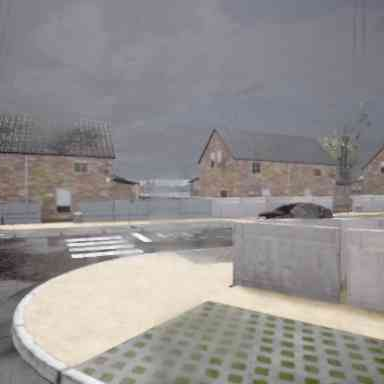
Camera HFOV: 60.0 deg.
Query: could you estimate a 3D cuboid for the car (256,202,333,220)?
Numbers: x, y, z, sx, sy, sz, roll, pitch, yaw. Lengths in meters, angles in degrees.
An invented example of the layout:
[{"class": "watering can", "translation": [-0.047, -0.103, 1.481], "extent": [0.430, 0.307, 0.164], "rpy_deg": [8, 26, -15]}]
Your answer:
[{"class": "car", "translation": [6.130, 1.385, 19.830], "extent": [4.892, 1.490, 1.837], "rpy_deg": [0, 1, -24]}]
